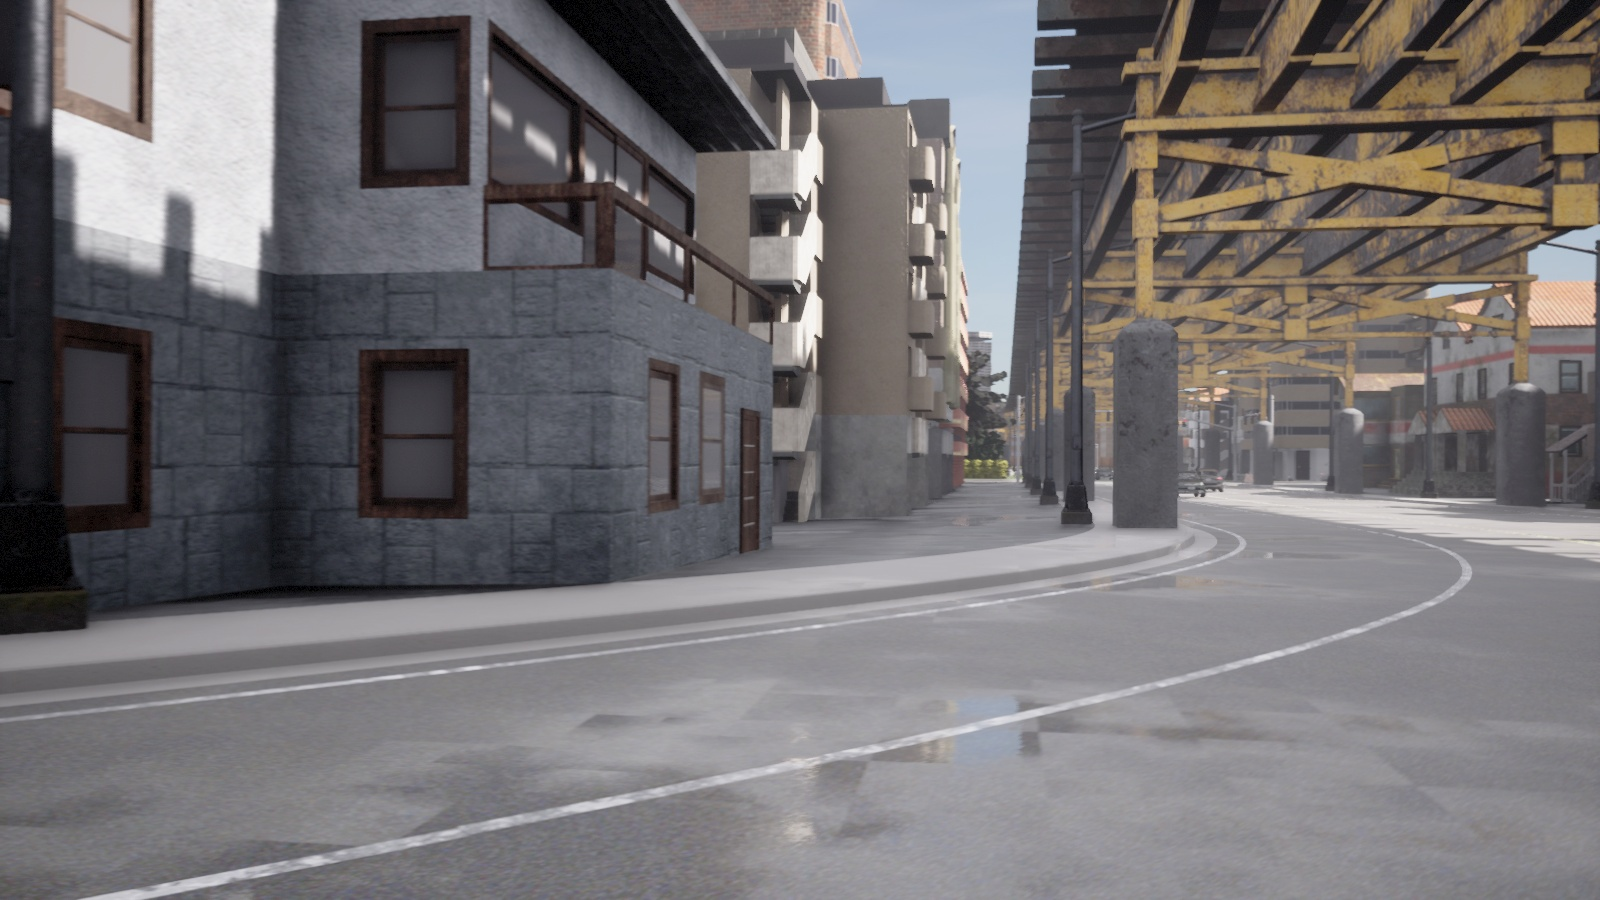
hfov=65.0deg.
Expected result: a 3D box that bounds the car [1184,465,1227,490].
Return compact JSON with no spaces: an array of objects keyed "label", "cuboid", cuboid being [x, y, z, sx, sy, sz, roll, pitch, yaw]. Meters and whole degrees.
[{"label":"car","cuboid":[29.139,1.950,90.346,2.242,1.667,4.611,0,0,9]}]

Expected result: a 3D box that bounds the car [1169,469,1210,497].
[{"label":"car","cuboid":[22.882,1.914,73.871,1.789,1.549,3.705,0,-1,9]}]
